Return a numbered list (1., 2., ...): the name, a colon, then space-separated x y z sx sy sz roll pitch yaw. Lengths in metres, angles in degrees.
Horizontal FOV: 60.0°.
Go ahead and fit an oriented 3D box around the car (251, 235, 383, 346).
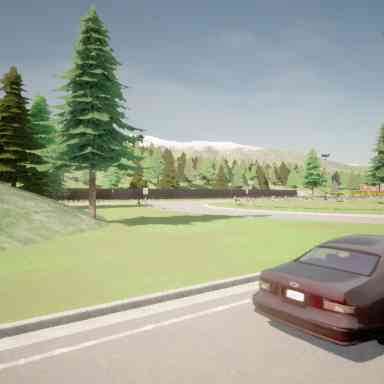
1. car: 3.533 1.547 6.291 5.357 1.411 2.033 0 0 -36
